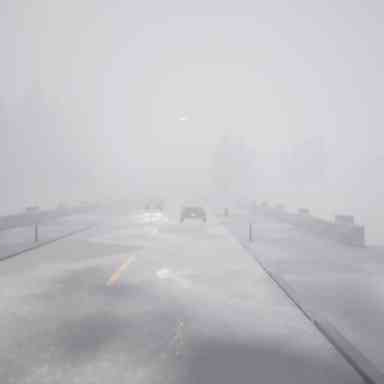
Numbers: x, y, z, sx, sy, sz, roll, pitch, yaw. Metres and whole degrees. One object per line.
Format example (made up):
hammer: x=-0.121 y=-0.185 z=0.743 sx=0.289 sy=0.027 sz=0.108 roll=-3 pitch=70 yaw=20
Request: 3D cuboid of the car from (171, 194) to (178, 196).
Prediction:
car: x=-4.005 y=0.790 z=77.274 sx=1.994 sy=1.385 sz=4.181 roll=0 pitch=0 yaw=0

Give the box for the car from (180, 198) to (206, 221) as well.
car: x=0.085 y=1.402 z=25.320 sx=1.812 sy=1.442 sz=4.674 roll=0 pitch=0 yaw=0

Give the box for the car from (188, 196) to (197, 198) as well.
car: x=0.060 y=1.305 z=49.451 sx=2.033 sy=1.411 sz=5.357 roll=0 pitch=0 yaw=0

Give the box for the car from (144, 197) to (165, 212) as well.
car: x=-4.068 y=1.313 z=36.669 sx=2.128 sy=1.511 sz=4.902 roll=0 pitch=0 yaw=0
